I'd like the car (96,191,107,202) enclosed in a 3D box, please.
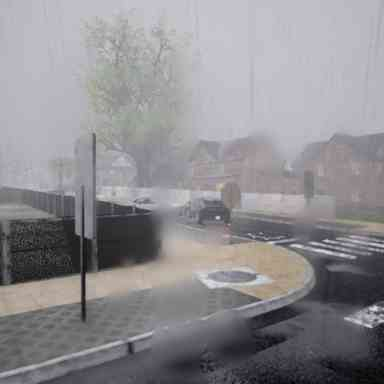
[{"bbox_3d":[-10.275,0.541,33.923,1.812,1.442,4.674,0,2,-35],"label":"car"}]

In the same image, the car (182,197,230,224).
[{"bbox_3d":[0.925,1.049,20.535,1.837,1.490,4.892,3,2,-12],"label":"car"}]

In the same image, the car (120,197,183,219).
[{"bbox_3d":[-2.630,1.028,22.848,4.718,1.301,1.895,0,1,26],"label":"car"}]
